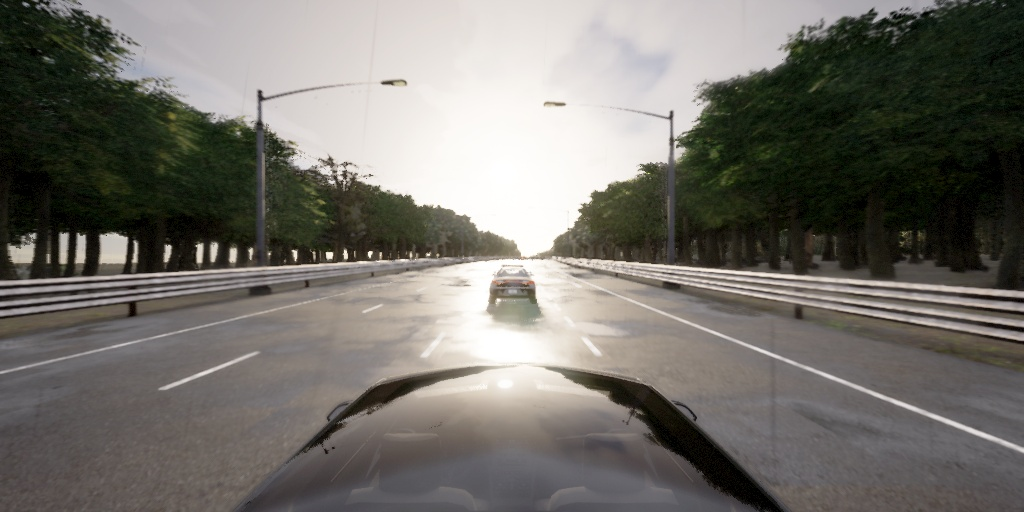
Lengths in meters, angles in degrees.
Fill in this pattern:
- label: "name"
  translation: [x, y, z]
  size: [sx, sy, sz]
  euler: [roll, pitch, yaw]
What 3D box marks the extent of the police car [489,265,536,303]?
- label: "police car"
  translation: [0.034, 1.191, 16.527]
  size: [2.038, 1.542, 4.974]
  euler: [0, 1, 0]
